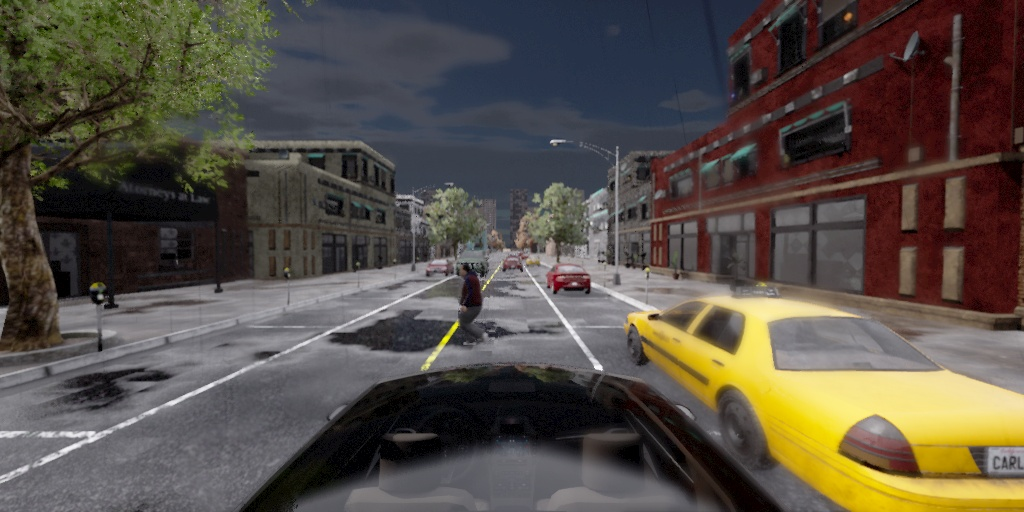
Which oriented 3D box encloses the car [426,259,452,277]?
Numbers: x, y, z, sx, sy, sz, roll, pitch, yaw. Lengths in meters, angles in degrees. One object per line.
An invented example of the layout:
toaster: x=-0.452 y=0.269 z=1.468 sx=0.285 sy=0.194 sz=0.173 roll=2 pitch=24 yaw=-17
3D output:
car: x=-5.700 y=0.884 z=28.752 sx=1.802 sy=1.307 sz=4.207 roll=0 pitch=0 yaw=0

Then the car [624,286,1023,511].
car: x=3.000 y=1.156 z=4.709 sx=1.801 sy=1.575 sz=5.366 roll=0 pitch=1 yaw=0

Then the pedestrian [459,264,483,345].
pedestrian: x=-0.867 y=0.950 z=7.488 sx=0.375 sy=1.860 sz=0.375 roll=-1 pitch=1 yaw=-3

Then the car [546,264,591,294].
car: x=2.686 y=1.032 z=17.671 sx=1.888 sy=1.381 sz=4.507 roll=0 pitch=0 yaw=0

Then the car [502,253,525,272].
car: x=0.074 y=0.729 z=34.736 sx=1.812 sy=1.442 sz=4.674 roll=0 pitch=1 yaw=0

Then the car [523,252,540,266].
car: x=2.672 y=0.553 z=45.557 sx=1.751 sy=1.417 sz=4.829 roll=0 pitch=0 yaw=0

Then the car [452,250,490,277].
car: x=-3.113 y=0.519 z=29.023 sx=2.150 sy=2.045 sz=5.566 roll=0 pitch=1 yaw=0
